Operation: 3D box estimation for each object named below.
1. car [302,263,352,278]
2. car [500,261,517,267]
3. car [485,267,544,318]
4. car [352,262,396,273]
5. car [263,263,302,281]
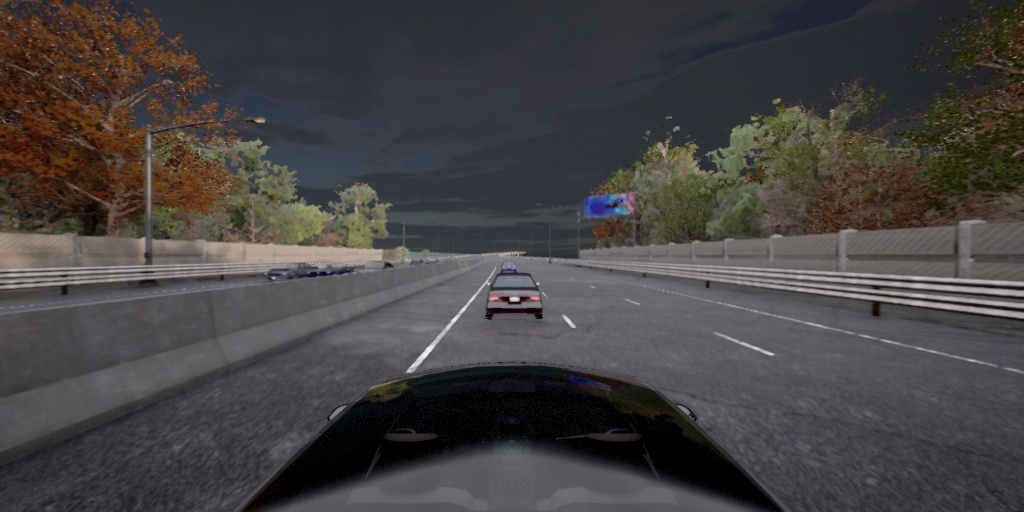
[{"bbox_3d":[-14.324,1.314,28.660,1.895,1.301,4.718,0,0,-1],"label":"car"},{"bbox_3d":[-0.380,1.236,42.009,2.033,1.411,5.357,0,0,-1],"label":"car"},{"bbox_3d":[0.056,1.281,12.790,2.033,1.411,5.357,0,0,0],"label":"car"},{"bbox_3d":[-10.830,1.216,29.055,1.837,1.490,4.892,0,0,-1],"label":"car"},{"bbox_3d":[-17.836,1.260,29.437,2.033,1.411,5.357,0,0,-1],"label":"car"}]
